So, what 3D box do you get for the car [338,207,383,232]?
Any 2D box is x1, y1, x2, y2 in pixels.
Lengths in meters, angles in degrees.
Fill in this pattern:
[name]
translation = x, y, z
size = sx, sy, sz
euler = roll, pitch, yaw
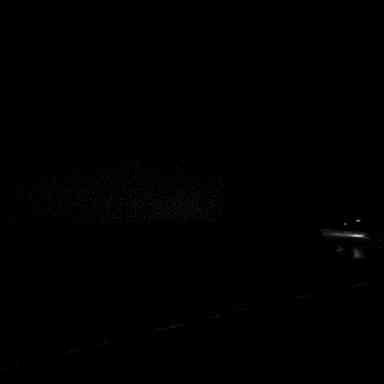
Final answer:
[car]
translation = 11.736, 1.731, 21.590
size = 4.674, 1.442, 1.812
euler = 1, 0, -21
